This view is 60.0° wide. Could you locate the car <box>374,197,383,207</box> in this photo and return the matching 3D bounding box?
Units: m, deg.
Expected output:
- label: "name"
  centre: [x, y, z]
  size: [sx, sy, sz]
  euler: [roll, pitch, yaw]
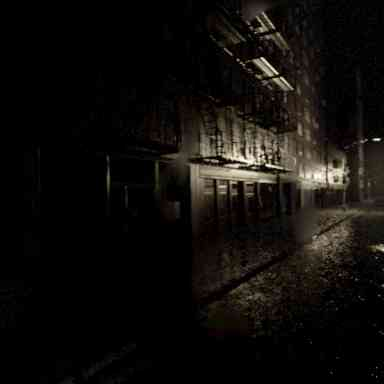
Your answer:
- label: "car"
  centre: [28.468, 1.514, 49.972]
  size: [2.033, 1.411, 5.357]
  euler: [-2, -1, 31]
